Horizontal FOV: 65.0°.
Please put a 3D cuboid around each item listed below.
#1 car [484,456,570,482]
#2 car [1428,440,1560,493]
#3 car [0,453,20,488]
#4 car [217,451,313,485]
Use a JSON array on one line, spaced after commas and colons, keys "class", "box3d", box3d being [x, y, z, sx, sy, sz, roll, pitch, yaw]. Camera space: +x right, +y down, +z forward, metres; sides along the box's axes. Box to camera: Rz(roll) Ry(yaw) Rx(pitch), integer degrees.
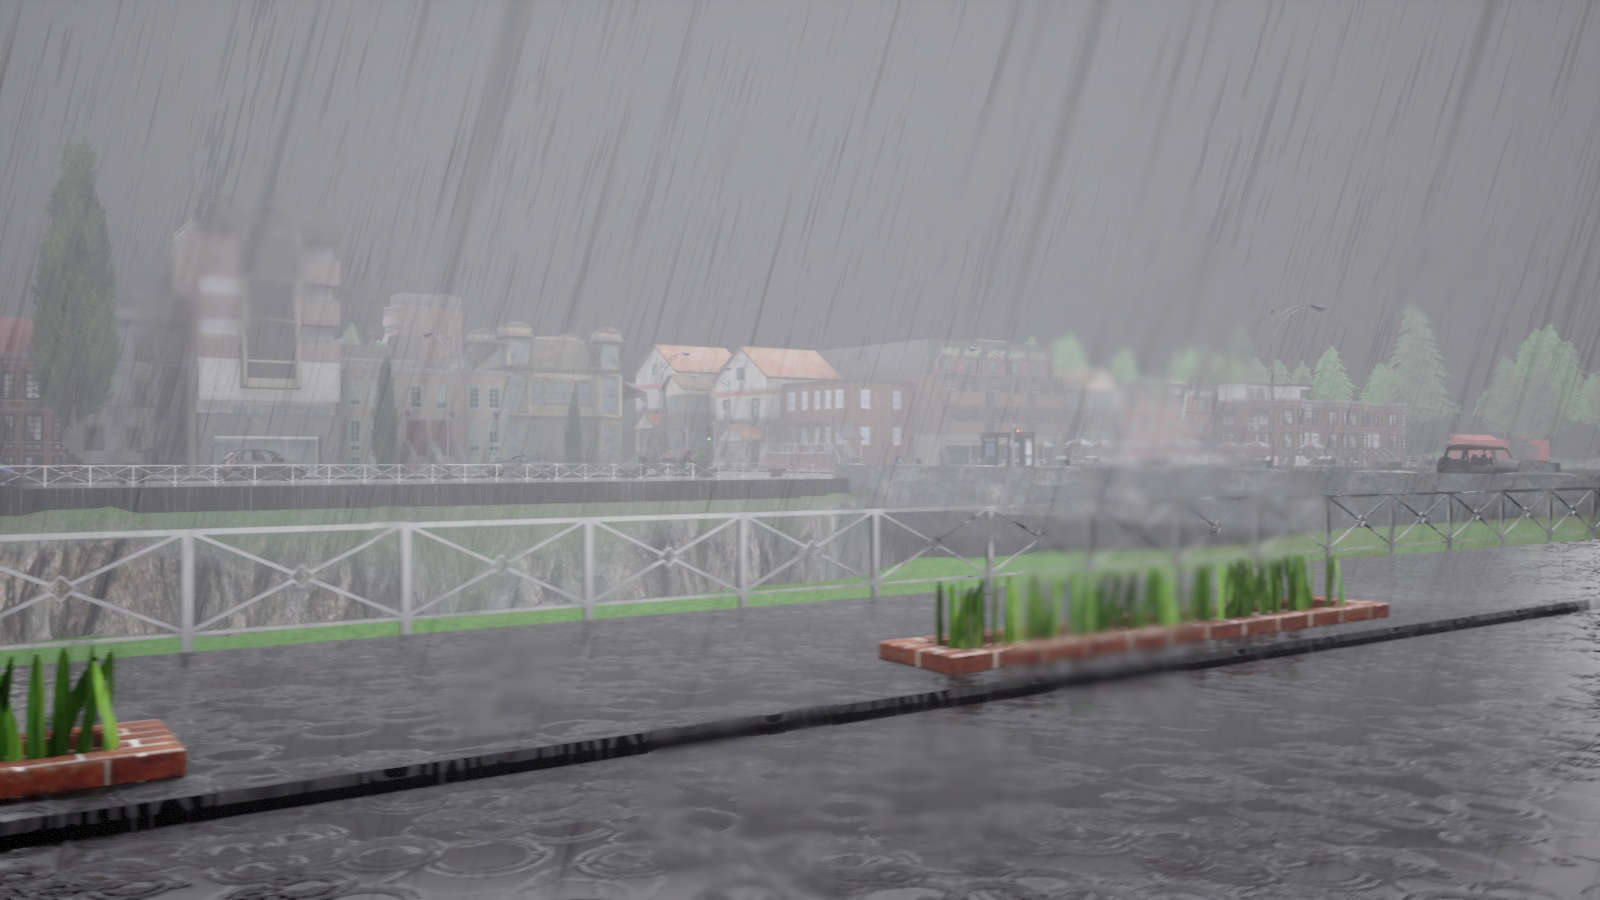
[{"class": "car", "box3d": [-15.007, 1.010, 69.021, 4.181, 1.385, 1.994, 0, 0, -35]}, {"class": "car", "box3d": [25.806, 0.601, 46.811, 1.905, 1.878, 3.866, 0, 0, -35]}, {"class": "car", "box3d": [-36.352, 0.901, 54.155, 4.514, 1.525, 2.007, 0, 0, -35]}, {"class": "car", "box3d": [-26.107, 0.848, 61.291, 3.988, 1.617, 1.851, 0, 0, -35]}]
